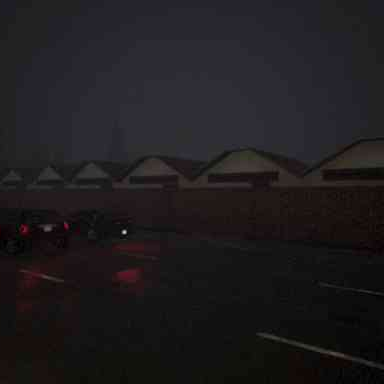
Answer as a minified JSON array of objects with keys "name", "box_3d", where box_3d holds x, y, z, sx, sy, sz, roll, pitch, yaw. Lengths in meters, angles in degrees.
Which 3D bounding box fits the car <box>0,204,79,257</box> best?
[{"name":"car","box_3d":[-6.862,1.338,13.116,4.553,1.767,2.097,0,0,36]}]

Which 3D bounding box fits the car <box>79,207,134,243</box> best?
[{"name":"car","box_3d":[-4.923,1.493,16.033,4.892,1.490,1.837,1,0,36]}]
